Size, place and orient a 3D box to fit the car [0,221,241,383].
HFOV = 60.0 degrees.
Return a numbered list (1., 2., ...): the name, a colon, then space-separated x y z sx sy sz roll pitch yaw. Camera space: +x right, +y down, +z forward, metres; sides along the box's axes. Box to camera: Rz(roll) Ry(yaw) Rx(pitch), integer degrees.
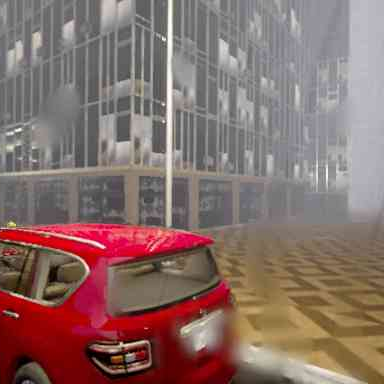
1. car: -1.780 1.314 4.292 5.009 1.841 2.192 0 0 38
